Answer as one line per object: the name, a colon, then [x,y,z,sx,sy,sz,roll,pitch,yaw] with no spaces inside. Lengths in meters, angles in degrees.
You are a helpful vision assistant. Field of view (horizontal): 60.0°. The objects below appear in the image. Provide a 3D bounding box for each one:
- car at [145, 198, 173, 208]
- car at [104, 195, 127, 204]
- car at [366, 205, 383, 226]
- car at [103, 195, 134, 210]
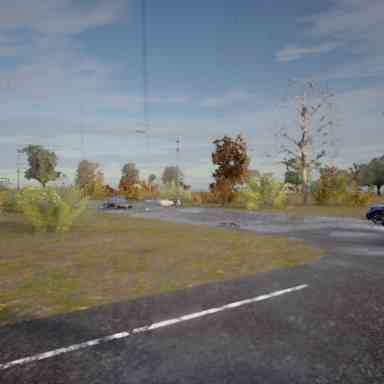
car: [-4.716,1.414,45.860,1.895,1.301,4.718,0,0,-37]
car: [-13.132,1.233,56.949,2.128,1.511,4.902,0,0,-37]
car: [14.139,1.216,21.001,2.150,2.045,5.566,0,0,-37]
car: [-8.939,1.386,39.879,2.033,1.411,5.357,0,0,-37]
